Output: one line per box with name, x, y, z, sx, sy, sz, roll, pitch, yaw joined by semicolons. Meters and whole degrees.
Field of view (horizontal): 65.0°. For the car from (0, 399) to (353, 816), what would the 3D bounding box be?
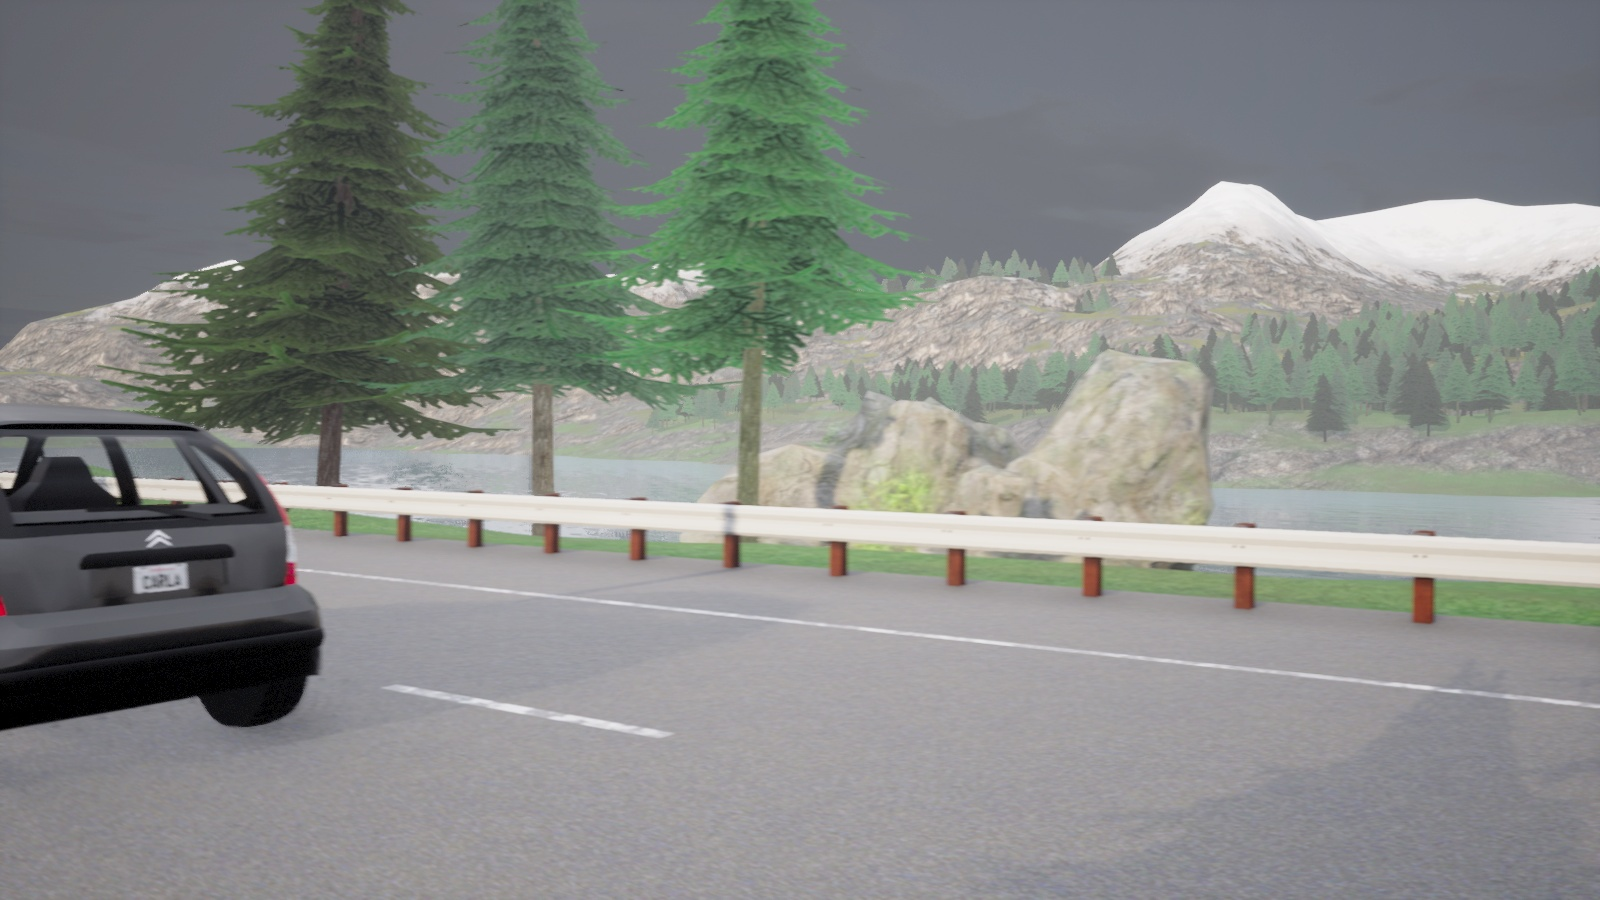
car;-4.395;0.606;6.543;3.988;1.617;1.851;0;1;34
